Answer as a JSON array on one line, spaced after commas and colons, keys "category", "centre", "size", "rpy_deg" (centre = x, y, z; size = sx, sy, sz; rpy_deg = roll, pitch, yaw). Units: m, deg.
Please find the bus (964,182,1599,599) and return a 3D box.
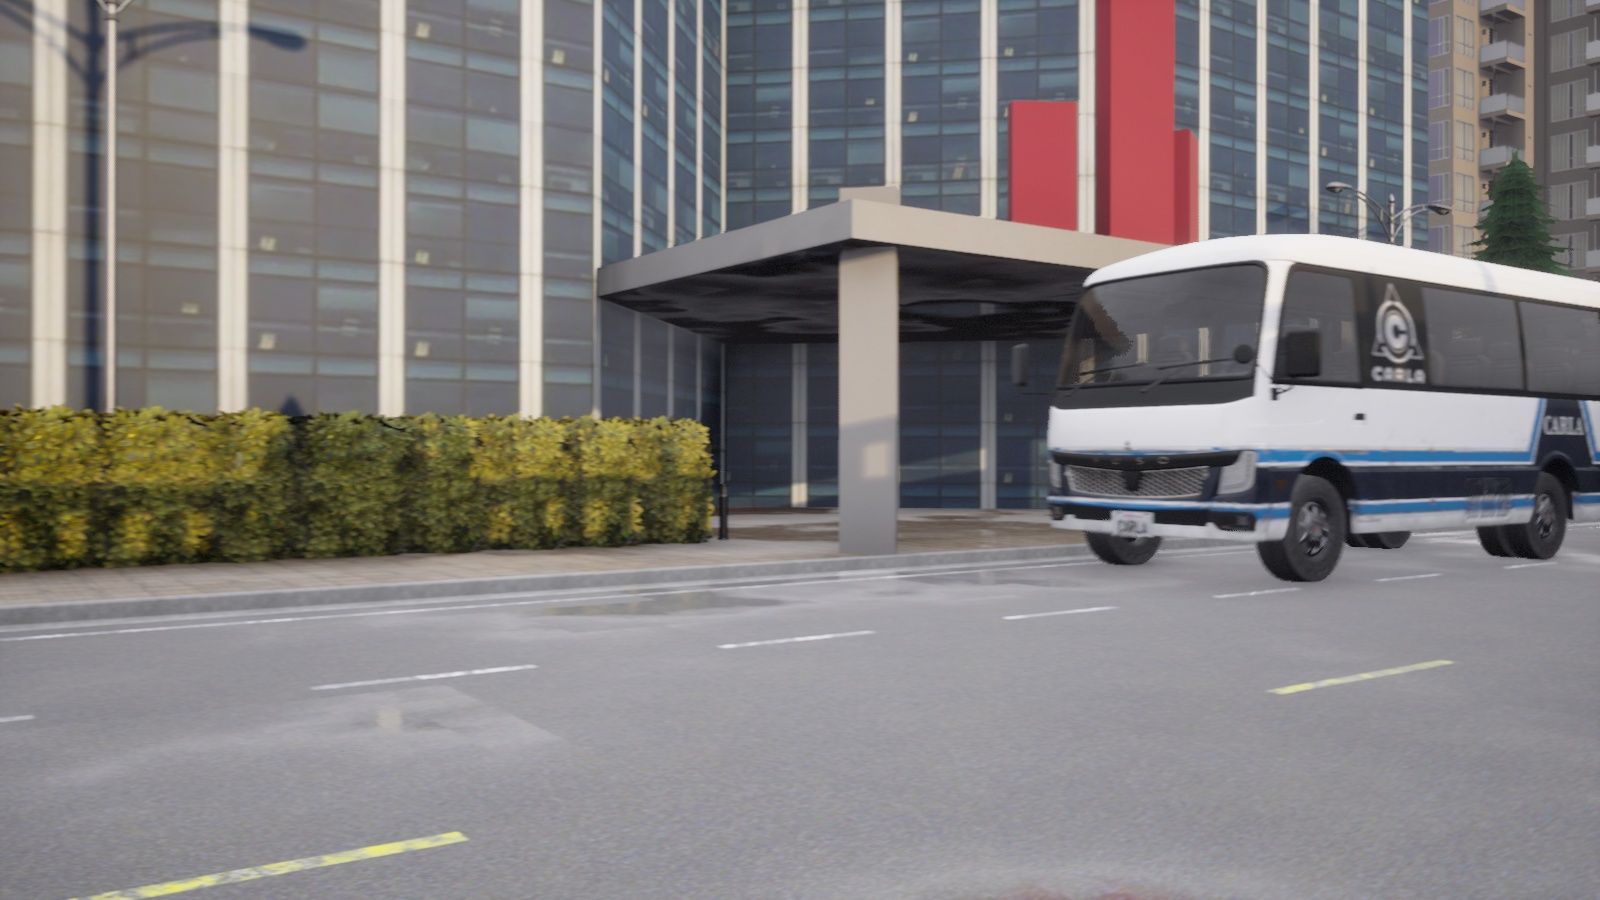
[{"category": "bus", "centre": [7.443, -0.605, 17.373], "size": [10.273, 4.253, 3.944], "rpy_deg": [0, 0, -35]}]
